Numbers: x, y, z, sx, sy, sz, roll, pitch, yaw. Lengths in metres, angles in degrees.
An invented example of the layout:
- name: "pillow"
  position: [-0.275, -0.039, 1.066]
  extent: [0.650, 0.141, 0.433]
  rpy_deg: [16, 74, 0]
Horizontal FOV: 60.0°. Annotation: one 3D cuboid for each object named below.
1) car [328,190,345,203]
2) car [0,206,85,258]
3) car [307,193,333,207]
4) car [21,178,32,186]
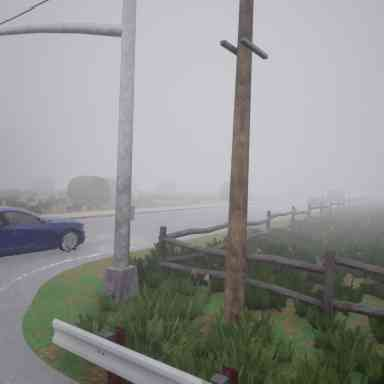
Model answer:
- name: "car"
  position: [23.037, 0.799, 53.229]
  extent: [2.150, 2.045, 5.566]
  rpy_deg: [3, 2, 33]
- name: "car"
  position: [-5.596, 1.156, 9.866]
  extent: [1.882, 1.535, 5.008]
  rpy_deg: [4, 3, 38]
- name: "car"
  position: [16.427, 1.198, 43.151]
  extent: [1.895, 1.301, 4.718]
  rpy_deg: [3, 2, 33]
- name: "car"
  position: [-39.107, -2.271, 79.194]
  extent: [1.905, 1.878, 3.866]
  rpy_deg: [8, 2, -13]
